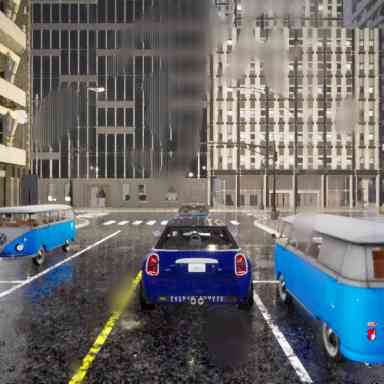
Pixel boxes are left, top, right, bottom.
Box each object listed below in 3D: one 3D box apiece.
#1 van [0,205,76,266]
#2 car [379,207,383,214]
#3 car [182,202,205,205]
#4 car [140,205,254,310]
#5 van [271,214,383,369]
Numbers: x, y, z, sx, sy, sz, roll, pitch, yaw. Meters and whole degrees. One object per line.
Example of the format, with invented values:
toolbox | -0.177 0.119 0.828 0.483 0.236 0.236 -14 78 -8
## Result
van | -5.336 1.346 11.272 1.690 1.788 3.998 0 0 0
car | 18.979 1.492 29.028 4.829 1.417 1.752 0 0 0
car | 0.084 1.360 18.004 2.097 1.767 4.553 0 0 0
car | 0.083 1.355 7.978 2.097 1.767 4.553 0 0 0
van | 2.558 1.343 5.605 1.690 1.788 3.998 0 0 0
